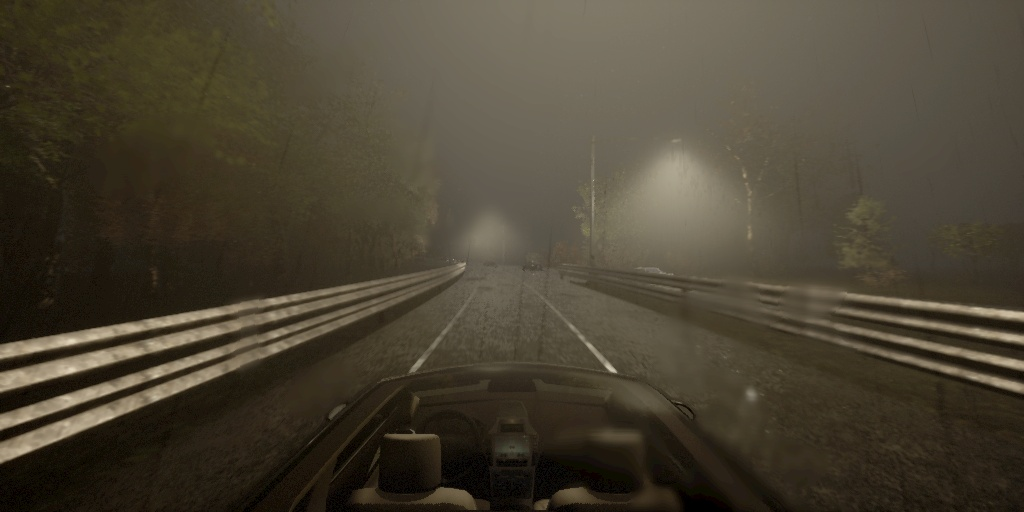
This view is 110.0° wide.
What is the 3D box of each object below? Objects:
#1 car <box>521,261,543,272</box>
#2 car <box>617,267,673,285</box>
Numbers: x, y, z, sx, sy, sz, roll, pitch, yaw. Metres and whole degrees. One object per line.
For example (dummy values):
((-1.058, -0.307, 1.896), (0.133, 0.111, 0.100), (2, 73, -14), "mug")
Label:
((2.861, 1.411, 50.612), (1.812, 1.442, 4.674), (1, -1, -18), "car")
((10.118, 1.530, 27.842), (1.895, 1.301, 4.718), (0, 0, -18), "car")
